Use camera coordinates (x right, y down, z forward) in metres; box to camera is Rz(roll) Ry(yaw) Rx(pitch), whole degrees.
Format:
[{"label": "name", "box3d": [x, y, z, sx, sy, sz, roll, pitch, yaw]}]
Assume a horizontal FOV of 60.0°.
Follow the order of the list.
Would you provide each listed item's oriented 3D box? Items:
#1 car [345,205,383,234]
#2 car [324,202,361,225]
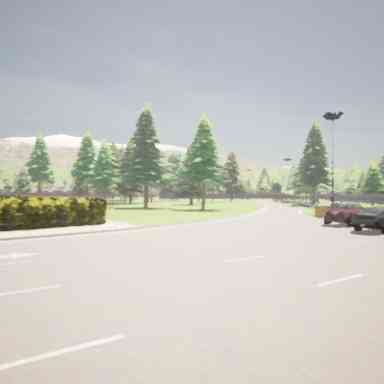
[{"label": "car", "box3d": [11.968, 1.742, 20.880, 4.892, 1.490, 1.837, 1, -1, -35]}, {"label": "car", "box3d": [12.057, 1.617, 25.242, 4.553, 1.767, 2.097, 1, 0, -36]}]
